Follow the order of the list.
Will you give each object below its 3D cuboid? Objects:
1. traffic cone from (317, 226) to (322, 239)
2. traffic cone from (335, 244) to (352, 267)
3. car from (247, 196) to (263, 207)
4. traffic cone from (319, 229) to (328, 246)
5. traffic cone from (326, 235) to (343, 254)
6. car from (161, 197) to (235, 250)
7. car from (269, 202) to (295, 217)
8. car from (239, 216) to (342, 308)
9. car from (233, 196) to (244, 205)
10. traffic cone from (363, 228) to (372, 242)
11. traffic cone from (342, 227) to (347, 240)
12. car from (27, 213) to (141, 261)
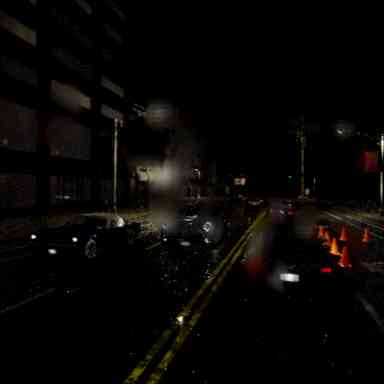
[{"bbox_3d":[6.217,1.949,16.011,0.340,0.580,0.340,1,0,15],"label":"traffic cone"},{"bbox_3d":[4.691,1.963,10.208,0.340,0.580,0.340,1,0,15],"label":"traffic cone"},{"bbox_3d":[8.990,1.362,46.985,1.812,1.442,4.674,1,0,15],"label":"car"},{"bbox_3d":[5.708,1.953,14.076,0.340,0.580,0.340,1,0,15],"label":"traffic cone"},{"bbox_3d":[5.199,1.958,12.142,0.340,0.580,0.340,1,0,15],"label":"traffic cone"},{"bbox_3d":[0.315,1.257,14.045,2.097,1.767,4.553,1,0,15],"label":"car"},{"bbox_3d":[6.918,1.487,25.603,2.033,1.411,5.357,1,0,15],"label":"car"},{"bbox_3d":[2.314,1.545,8.096,1.994,1.385,4.181,1,0,15],"label":"car"},{"bbox_3d":[7.156,1.331,52.712,1.994,1.385,4.181,1,0,15],"label":"car"},{"bbox_3d":[8.151,1.985,15.502,0.340,0.580,0.340,1,0,15],"label":"traffic cone"},{"bbox_3d":[7.184,1.967,15.756,0.340,0.580,0.340,1,0,15],"label":"traffic cone"},{"bbox_3d":[-3.588,1.453,11.997,1.895,1.301,4.718,1,0,15],"label":"car"}]
